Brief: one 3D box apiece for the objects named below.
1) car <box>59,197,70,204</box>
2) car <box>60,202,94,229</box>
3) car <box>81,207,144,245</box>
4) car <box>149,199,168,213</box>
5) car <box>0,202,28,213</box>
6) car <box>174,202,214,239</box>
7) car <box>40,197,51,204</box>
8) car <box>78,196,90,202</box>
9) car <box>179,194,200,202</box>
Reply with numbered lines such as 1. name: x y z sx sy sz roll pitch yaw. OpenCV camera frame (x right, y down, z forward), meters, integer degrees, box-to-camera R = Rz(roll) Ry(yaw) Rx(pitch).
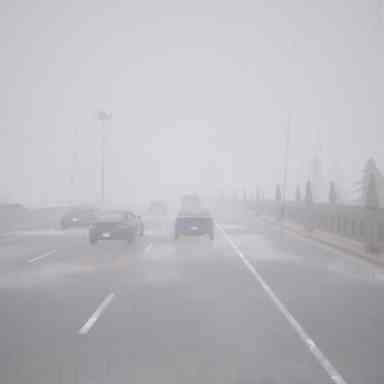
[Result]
1. car: -26.357 1.687 68.607 1.994 1.385 4.181 0 0 -24
2. car: -6.900 1.585 21.584 1.994 1.385 4.181 0 0 0
3. car: -3.413 1.536 15.542 1.812 1.442 4.674 0 0 0
4. car: -3.794 1.548 37.319 2.128 1.511 4.902 0 0 -4
5. car: -14.138 1.532 25.027 1.837 1.490 4.892 0 0 0
6. car: 0.101 1.491 17.545 1.882 1.535 5.008 0 0 0
7. car: -29.459 1.683 66.985 2.033 1.411 5.357 0 0 -24
8. car: -21.670 1.557 66.821 2.097 1.767 4.553 0 0 -21
9. car: -0.246 1.276 36.979 2.150 2.045 5.566 0 0 -4
